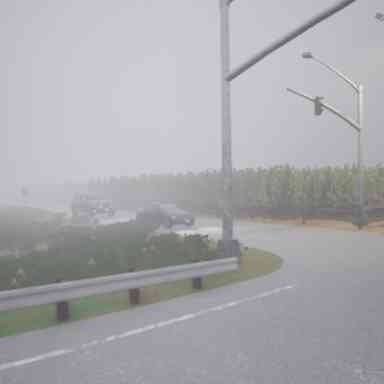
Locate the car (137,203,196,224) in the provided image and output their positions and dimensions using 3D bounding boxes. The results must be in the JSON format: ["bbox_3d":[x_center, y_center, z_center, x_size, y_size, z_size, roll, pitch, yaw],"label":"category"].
[{"bbox_3d":[-1.783,1.400,20.826,1.812,1.442,4.674,-1,1,-41],"label":"car"}]

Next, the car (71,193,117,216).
[{"bbox_3d":[-8.670,1.110,28.927,2.150,2.045,5.566,-1,1,-41],"label":"car"}]
